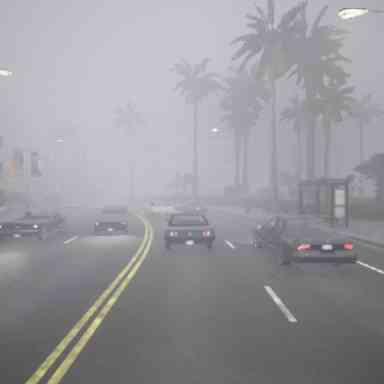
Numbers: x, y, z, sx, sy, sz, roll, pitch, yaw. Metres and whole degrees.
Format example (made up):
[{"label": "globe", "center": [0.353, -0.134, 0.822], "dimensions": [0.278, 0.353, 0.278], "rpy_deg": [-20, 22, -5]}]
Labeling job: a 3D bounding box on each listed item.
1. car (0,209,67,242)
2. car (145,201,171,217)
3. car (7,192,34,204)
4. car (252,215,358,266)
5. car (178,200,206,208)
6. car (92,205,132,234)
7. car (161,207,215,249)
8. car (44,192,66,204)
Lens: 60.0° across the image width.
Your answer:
[{"label": "car", "center": [-7.618, 1.538, 16.238], "dimensions": [1.895, 1.301, 4.718], "rpy_deg": [0, 0, -7]}, {"label": "car", "center": [-3.040, 1.486, 29.790], "dimensions": [1.895, 1.301, 4.718], "rpy_deg": [0, 0, -16]}, {"label": "car", "center": [-29.604, 0.999, 57.182], "dimensions": [5.566, 2.045, 2.150], "rpy_deg": [0, 0, 33]}, {"label": "car", "center": [3.470, 1.504, 11.317], "dimensions": [2.033, 1.411, 5.357], "rpy_deg": [0, 0, -3]}, {"label": "car", "center": [-0.088, 1.442, 31.856], "dimensions": [1.994, 1.385, 4.181], "rpy_deg": [0, 0, -17]}, {"label": "car", "center": [-4.449, 1.473, 19.186], "dimensions": [2.033, 1.411, 5.357], "rpy_deg": [0, 0, -9]}, {"label": "car", "center": [-0.228, 1.546, 14.325], "dimensions": [1.895, 1.301, 4.718], "rpy_deg": [0, 0, -4]}, {"label": "car", "center": [-23.466, 1.270, 56.888], "dimensions": [4.902, 1.511, 2.128], "rpy_deg": [0, 0, 41]}]
